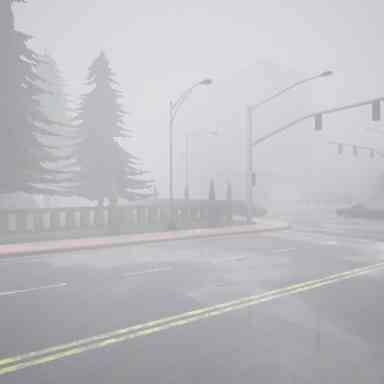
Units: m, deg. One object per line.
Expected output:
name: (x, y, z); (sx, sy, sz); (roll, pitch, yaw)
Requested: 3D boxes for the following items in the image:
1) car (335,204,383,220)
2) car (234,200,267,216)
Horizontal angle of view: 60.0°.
car: (14.006, 1.601, 26.157); (4.718, 1.301, 1.895); (0, 0, 43)
car: (4.921, 1.505, 31.395); (1.837, 1.490, 4.892); (0, 0, -35)
